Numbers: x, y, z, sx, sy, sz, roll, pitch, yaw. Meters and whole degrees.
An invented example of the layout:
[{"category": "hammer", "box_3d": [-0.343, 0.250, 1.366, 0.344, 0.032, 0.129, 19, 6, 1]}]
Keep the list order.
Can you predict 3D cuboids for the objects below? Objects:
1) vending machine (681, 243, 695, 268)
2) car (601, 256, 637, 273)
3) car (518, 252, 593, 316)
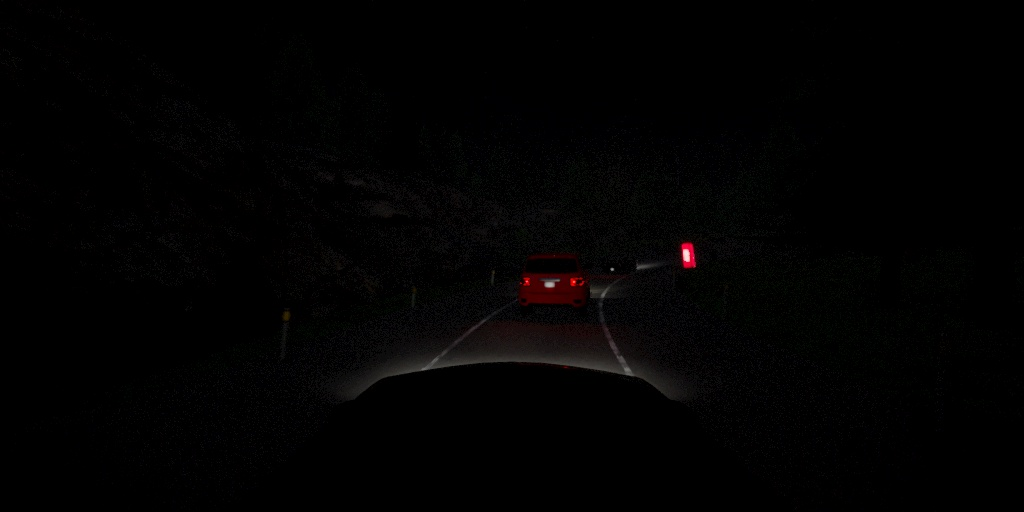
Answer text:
[{"category": "vending machine", "box_3d": [15.024, -0.087, 30.446, 1.100, 2.100, 0.880, 0, 0, 37]}, {"category": "car", "box_3d": [9.148, 0.657, 30.348, 1.895, 1.301, 4.718, -2, 2, 33]}, {"category": "car", "box_3d": [1.714, 0.877, 13.146, 2.150, 2.045, 5.566, -1, 1, 13]}]
